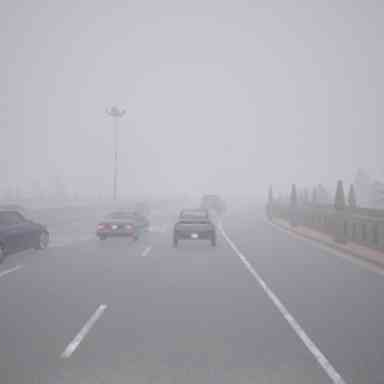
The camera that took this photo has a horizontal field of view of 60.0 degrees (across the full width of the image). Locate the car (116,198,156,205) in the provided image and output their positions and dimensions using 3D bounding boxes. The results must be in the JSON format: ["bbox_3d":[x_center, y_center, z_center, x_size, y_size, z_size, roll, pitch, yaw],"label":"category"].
[{"bbox_3d":[-5.551,1.625,32.703,2.033,1.411,5.357,0,0,10],"label":"car"}]

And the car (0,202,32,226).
[{"bbox_3d":[-13.725,1.570,23.828,1.837,1.490,4.892,0,0,4],"label":"car"}]

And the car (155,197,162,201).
[{"bbox_3d":[-6.347,1.744,64.006,1.994,1.385,4.181,0,0,27],"label":"car"}]

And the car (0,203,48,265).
[{"bbox_3d":[-6.898,1.384,11.720,2.097,1.767,4.553,0,0,0],"label":"car"}]

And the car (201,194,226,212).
[{"bbox_3d":[2.390,1.289,36.682,2.150,2.045,5.566,0,0,13],"label":"car"}]

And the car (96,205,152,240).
[{"bbox_3d":[-3.368,1.593,17.104,2.033,1.411,5.357,0,0,1],"label":"car"}]

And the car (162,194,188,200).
[{"bbox_3d":[-2.814,1.390,63.209,2.150,2.045,5.566,-1,0,28],"label":"car"}]

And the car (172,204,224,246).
[{"bbox_3d":[0.115,1.534,15.589,2.128,1.511,4.902,0,0,0],"label":"car"}]
